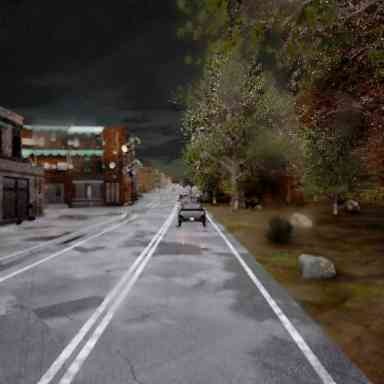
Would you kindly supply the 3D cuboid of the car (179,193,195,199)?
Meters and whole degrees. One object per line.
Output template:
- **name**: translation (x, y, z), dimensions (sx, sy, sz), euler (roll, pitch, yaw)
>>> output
- **car**: translation (-0.426, 1.307, 42.338), dimensions (2.097, 1.767, 4.553), euler (0, 0, -2)

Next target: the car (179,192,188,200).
- **car**: translation (-2.011, 0.905, 77.890), dimensions (1.882, 1.535, 5.008), euler (0, 1, -3)

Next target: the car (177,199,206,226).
- **car**: translation (-0.027, 1.484, 23.409), dimensions (2.128, 1.511, 4.902), euler (0, 0, -1)
